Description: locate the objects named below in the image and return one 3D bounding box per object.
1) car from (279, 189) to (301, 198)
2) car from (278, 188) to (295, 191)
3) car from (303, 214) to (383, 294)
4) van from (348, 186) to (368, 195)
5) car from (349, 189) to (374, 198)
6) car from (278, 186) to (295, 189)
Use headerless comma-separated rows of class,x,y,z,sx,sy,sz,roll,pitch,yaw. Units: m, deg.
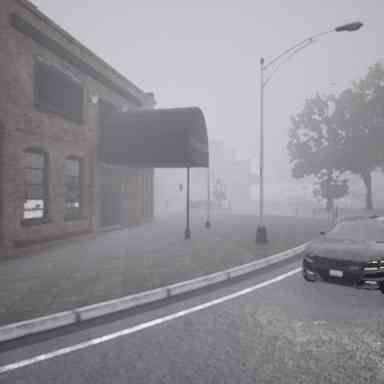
car,24.924,0.700,83.278,4.674,1.452,2.002,-2,4,-7
car,25.597,0.479,86.154,4.792,1.488,2.163,-2,4,-7
car,4.646,1.403,8.796,1.882,1.535,5.008,0,0,41
van,42.705,0.193,83.975,4.442,1.987,1.878,0,4,-5
car,41.828,0.633,81.086,5.008,1.535,2.097,0,4,-5
car,26.241,0.115,89.009,4.553,1.767,2.185,-2,4,-7
